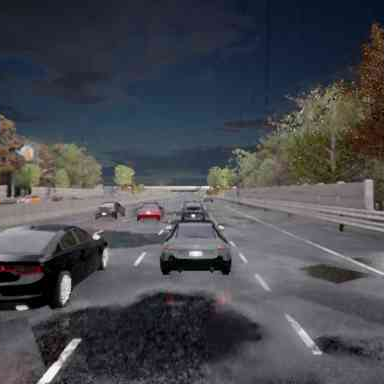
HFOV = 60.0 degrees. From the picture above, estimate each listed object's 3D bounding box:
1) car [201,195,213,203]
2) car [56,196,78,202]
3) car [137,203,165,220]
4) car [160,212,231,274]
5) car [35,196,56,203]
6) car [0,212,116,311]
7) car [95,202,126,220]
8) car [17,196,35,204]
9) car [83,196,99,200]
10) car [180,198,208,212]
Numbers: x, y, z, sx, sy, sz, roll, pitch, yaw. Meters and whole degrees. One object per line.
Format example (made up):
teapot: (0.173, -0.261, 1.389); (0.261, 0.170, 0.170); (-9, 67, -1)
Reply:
car: (3.507, 1.562, 70.586); (1.837, 1.490, 4.892); (0, 0, 0)
car: (-21.032, 1.562, 57.031); (1.837, 1.490, 4.892); (0, 0, 1)
car: (-3.395, 1.586, 27.999); (1.994, 1.385, 4.181); (0, 0, 0)
car: (0.102, 1.569, 10.626); (1.994, 1.385, 4.181); (0, 0, 0)
car: (-24.519, 1.410, 57.365); (2.097, 1.767, 4.553); (0, 0, 0)
car: (-3.397, 1.481, 7.889); (1.882, 1.535, 5.008); (0, 0, 0)
car: (-6.898, 1.548, 28.394); (1.812, 1.442, 4.674); (0, 0, 0)
car: (-28.016, 1.410, 57.231); (2.097, 1.767, 4.553); (0, 0, 0)
car: (-17.531, 1.410, 57.604); (2.097, 1.767, 4.553); (0, 0, 1)
car: (0.102, 1.526, 27.361); (1.837, 1.490, 4.892); (0, 0, 0)
